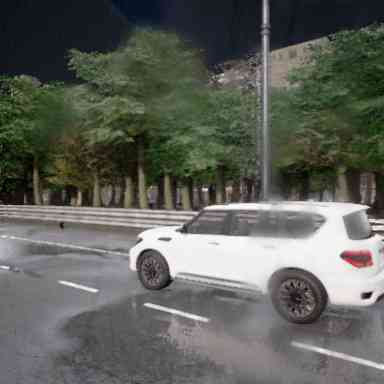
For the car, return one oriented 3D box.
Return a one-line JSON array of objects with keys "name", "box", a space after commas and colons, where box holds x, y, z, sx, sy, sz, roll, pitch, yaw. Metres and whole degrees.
[{"name": "car", "box": [1.119, 1.227, 7.369, 5.566, 2.045, 2.150, 0, 0, 36]}]
